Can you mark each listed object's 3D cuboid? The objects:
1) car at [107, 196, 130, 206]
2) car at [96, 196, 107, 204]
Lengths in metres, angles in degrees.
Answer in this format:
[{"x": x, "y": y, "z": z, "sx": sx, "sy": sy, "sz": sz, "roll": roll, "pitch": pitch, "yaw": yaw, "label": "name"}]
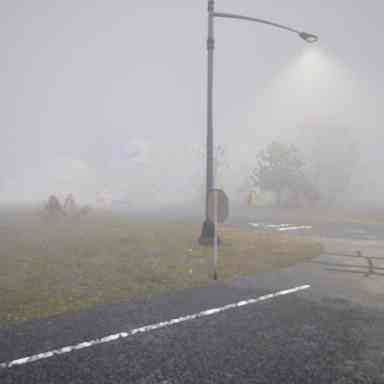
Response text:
[{"x": -11.748, "y": 1.431, "z": 54.539, "sx": 2.128, "sy": 1.511, "sz": 4.902, "roll": 0, "pitch": 0, "yaw": -33, "label": "car"}, {"x": -16.071, "y": 1.403, "z": 60.980, "sx": 1.882, "sy": 1.535, "sz": 5.008, "roll": 0, "pitch": 0, "yaw": -34, "label": "car"}]
